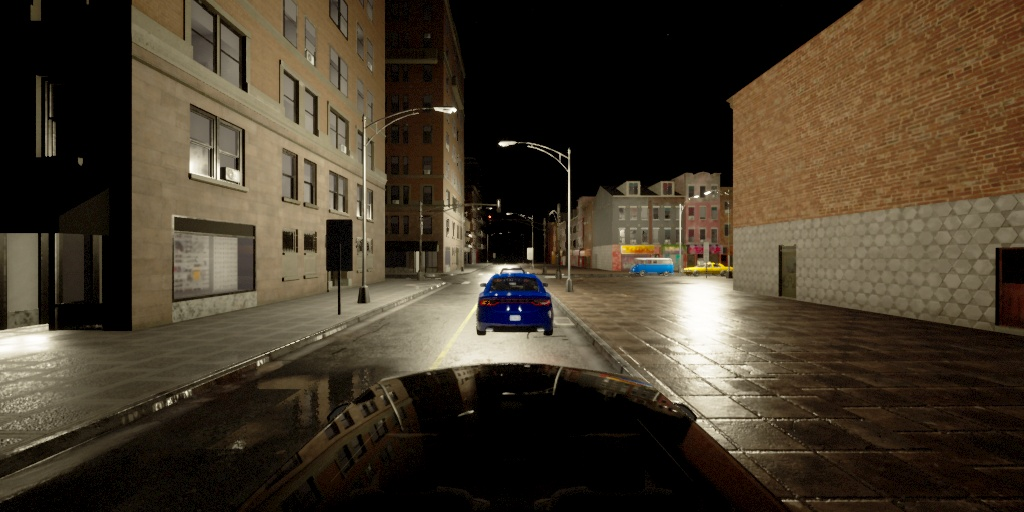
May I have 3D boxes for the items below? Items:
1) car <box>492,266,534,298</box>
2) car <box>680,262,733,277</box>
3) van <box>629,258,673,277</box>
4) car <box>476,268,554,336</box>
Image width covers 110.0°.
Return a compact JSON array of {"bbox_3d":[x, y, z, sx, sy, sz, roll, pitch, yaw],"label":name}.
[{"bbox_3d":[0.032,1.313,19.224,1.994,1.385,4.181,0,0,0],"label":"car"},{"bbox_3d":[19.051,1.267,35.028,4.829,1.417,1.751,0,0,0],"label":"car"},{"bbox_3d":[13.610,1.087,35.015,3.998,1.789,1.690,0,0,0],"label":"van"},{"bbox_3d":[0.067,1.227,10.456,1.882,1.535,5.008,0,0,0],"label":"car"}]
